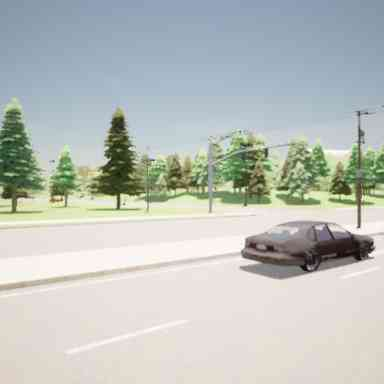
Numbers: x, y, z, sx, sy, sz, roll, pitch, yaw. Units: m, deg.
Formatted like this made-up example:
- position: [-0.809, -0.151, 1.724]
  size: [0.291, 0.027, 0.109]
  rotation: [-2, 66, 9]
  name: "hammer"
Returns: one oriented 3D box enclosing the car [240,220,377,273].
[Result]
- position: [4.050, 1.659, 11.151]
  size: [5.357, 1.411, 2.033]
  rotation: [1, -1, -36]
  name: "car"
